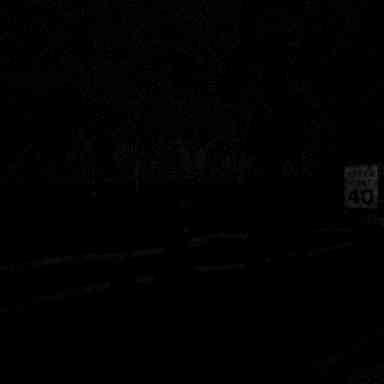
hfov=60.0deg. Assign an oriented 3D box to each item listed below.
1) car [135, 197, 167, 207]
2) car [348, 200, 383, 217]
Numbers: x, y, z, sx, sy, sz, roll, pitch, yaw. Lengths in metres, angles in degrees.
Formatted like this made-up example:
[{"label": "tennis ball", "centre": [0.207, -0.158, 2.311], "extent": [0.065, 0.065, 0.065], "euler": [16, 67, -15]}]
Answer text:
[{"label": "car", "centre": [-6.189, 1.501, 49.886], "extent": [4.892, 1.490, 1.837], "euler": [0, 0, 14]}, {"label": "car", "centre": [17.098, 1.497, 31.576], "extent": [1.837, 1.490, 4.892], "euler": [0, 0, -16]}]
